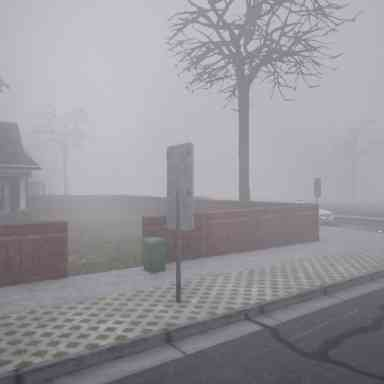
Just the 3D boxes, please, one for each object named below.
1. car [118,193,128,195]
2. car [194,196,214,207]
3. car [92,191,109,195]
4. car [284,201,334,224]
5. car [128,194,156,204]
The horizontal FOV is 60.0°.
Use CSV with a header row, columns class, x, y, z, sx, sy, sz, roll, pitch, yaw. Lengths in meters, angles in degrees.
class,x,y,z,sx,sy,sz,roll,pitch,yaw
car,-10.849,0.815,52.370,1.994,1.385,4.181,0,1,-34
car,1.064,1.124,30.882,1.882,1.535,5.008,0,1,-36
car,-16.732,0.593,60.521,1.837,1.490,4.892,0,1,-36
car,7.164,1.334,22.442,1.812,1.442,4.674,0,1,-36
car,-5.544,0.996,40.035,1.812,1.442,4.674,0,1,-36
